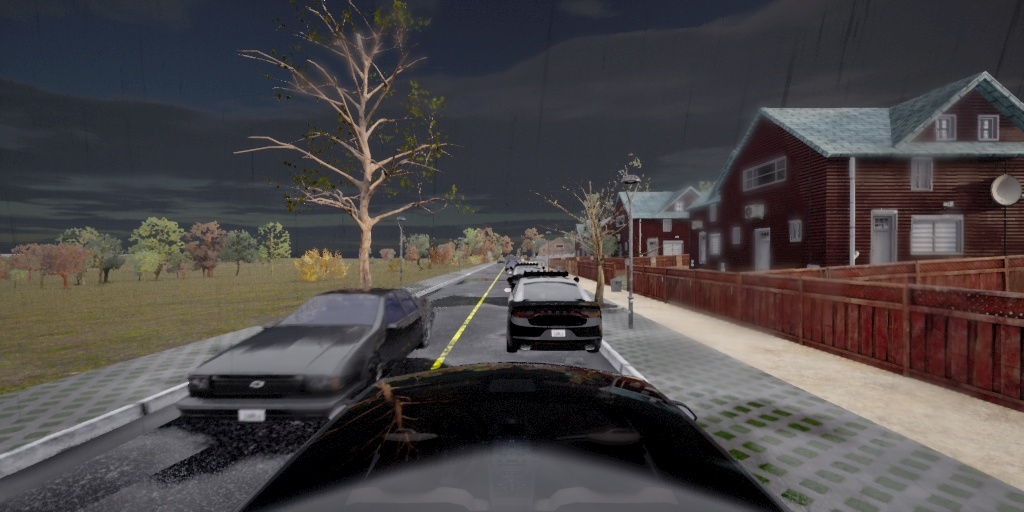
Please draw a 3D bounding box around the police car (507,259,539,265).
[{"bbox_3d":[0.840,1.178,18.990,1.930,1.638,5.238,0,0,0],"label":"police car"}]

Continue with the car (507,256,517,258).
[{"bbox_3d":[0.055,1.004,62.027,2.150,2.045,5.566,0,0,0],"label":"car"}]

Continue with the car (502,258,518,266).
[{"bbox_3d":[0.080,1.331,47.263,1.994,1.385,4.181,0,0,0],"label":"car"}]

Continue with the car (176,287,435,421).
[{"bbox_3d":[-2.747,1.297,6.454,2.033,1.411,5.357,0,0,0],"label":"car"}]

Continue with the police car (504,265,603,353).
[{"bbox_3d":[0.831,1.176,8.989,1.930,1.638,5.238,0,0,0],"label":"police car"}]
